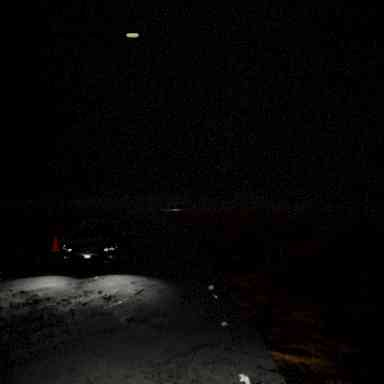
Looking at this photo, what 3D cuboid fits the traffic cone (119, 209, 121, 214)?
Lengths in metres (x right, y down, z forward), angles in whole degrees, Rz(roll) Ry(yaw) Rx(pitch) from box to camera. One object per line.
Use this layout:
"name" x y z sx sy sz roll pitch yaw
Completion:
"traffic cone" -9.409 2.555 43.631 0.340 0.580 0.340 0 -1 0

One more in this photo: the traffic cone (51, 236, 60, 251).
"traffic cone" -5.611 2.121 13.685 0.340 0.580 0.340 0 -1 -5

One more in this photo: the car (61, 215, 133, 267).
"car" -3.236 1.654 12.111 1.837 1.490 4.892 0 -1 -4

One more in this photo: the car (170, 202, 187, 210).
"car" -2.637 2.590 64.511 1.882 1.535 5.008 0 -2 22
